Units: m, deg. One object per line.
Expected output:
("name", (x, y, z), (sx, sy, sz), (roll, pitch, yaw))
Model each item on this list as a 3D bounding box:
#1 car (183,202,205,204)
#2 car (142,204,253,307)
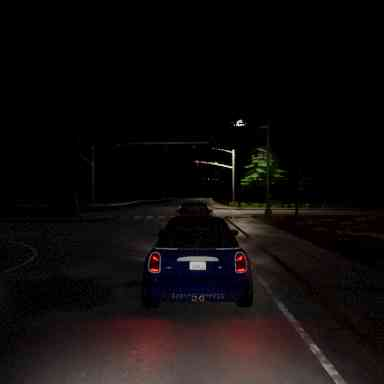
("car", (0.116, 1.338, 18.237), (2.097, 1.767, 4.553), (0, 0, 0))
("car", (0.106, 1.347, 8.116), (2.097, 1.767, 4.553), (0, 0, 0))
